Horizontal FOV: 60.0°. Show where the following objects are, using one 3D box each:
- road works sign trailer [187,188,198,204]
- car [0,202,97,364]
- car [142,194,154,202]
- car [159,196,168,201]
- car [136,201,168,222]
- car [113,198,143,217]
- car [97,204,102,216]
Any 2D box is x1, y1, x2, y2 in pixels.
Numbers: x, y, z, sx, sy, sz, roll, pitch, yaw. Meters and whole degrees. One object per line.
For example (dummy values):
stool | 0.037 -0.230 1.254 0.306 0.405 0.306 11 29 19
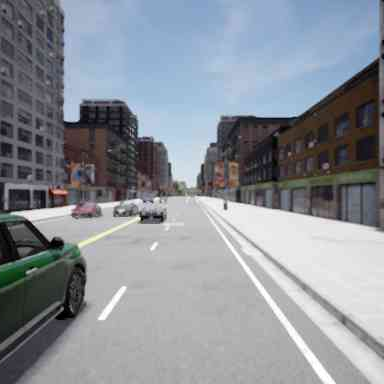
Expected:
road works sign trailer | 0.060 0.823 74.506 2.380 3.560 2.880 0 0 0
car | -3.146 1.240 4.263 2.150 2.045 5.566 0 0 0
car | -9.692 1.490 73.822 2.150 2.045 5.566 0 0 0
car | -6.440 1.757 75.644 2.128 1.511 4.902 0 0 0
car | -3.128 1.721 27.762 1.895 1.301 4.718 0 0 0
car | -6.567 1.637 33.204 2.128 1.511 4.902 0 0 0
car | -9.819 1.663 31.432 1.812 1.442 4.674 0 0 0
